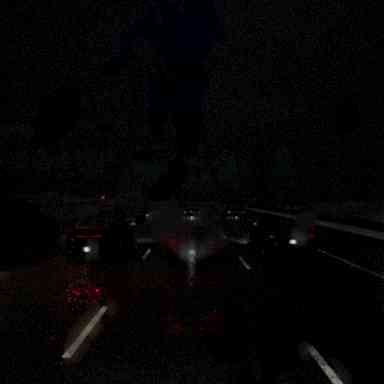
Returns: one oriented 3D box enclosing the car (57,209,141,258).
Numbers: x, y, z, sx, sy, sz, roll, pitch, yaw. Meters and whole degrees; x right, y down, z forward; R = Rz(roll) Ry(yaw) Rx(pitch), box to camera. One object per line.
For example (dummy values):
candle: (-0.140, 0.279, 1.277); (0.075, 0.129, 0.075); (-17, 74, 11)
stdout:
car: (-3.482, 1.658, 13.492); (1.837, 1.490, 4.892); (0, 0, 0)

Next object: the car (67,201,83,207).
car: (-21.918, 2.289, 62.218); (1.895, 1.301, 4.718); (0, -1, -6)

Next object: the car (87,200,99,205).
car: (-18.488, 2.257, 62.904); (1.994, 1.385, 4.181); (0, -1, -5)

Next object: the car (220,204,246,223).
car: (3.516, 1.809, 28.485); (2.128, 1.511, 4.902); (0, 0, 0)

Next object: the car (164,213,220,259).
car: (0.016, 1.749, 13.225); (1.895, 1.301, 4.718); (0, -1, 0)

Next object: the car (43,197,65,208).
car: (-25.324, 1.899, 61.166); (2.150, 2.045, 5.566); (0, -1, -5)

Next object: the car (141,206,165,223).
car: (-3.484, 1.880, 28.412); (1.994, 1.385, 4.181); (0, -1, 0)

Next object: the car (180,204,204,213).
car: (0.017, 1.809, 28.487); (2.128, 1.511, 4.902); (0, 0, 0)

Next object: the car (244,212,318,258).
car: (3.519, 1.715, 13.507); (1.994, 1.385, 4.181); (0, -1, 0)

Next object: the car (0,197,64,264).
car: (-6.990, 1.365, 12.548); (2.150, 2.045, 5.566); (0, 0, 0)

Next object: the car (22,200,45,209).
car: (-28.774, 2.175, 60.528); (2.128, 1.511, 4.902); (0, -1, -5)

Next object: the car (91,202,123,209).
car: (-6.980, 1.846, 28.876); (1.812, 1.442, 4.674); (0, 0, 0)
